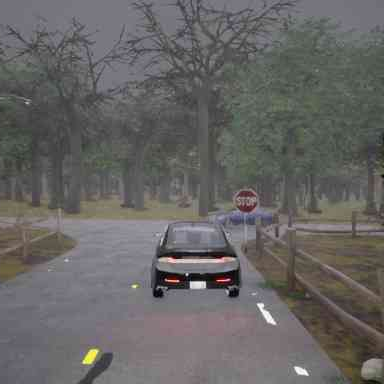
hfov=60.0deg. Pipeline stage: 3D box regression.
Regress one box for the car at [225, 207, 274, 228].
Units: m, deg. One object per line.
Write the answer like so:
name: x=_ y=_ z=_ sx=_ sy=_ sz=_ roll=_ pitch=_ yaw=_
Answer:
car: x=3.300 y=1.635 z=22.059 sx=4.674 sy=1.442 sz=1.812 roll=1 pitch=0 yaw=-25

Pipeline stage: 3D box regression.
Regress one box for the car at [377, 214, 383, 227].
car: x=16.010 y=1.892 z=23.963 sx=5.008 sy=1.535 sz=1.882 roll=1 pitch=0 yaw=0

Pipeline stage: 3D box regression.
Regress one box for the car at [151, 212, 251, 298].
car: x=0.035 y=1.492 z=8.520 sx=2.128 sy=1.511 sz=4.902 roll=0 pitch=0 yaw=-2
